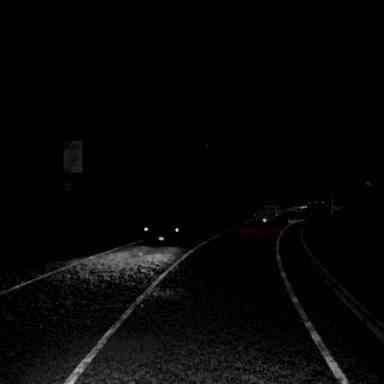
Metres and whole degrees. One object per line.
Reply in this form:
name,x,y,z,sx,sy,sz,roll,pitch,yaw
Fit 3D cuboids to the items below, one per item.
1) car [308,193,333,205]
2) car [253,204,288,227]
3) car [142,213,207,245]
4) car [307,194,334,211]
car,19.954,1.103,51.554,2.128,1.511,4.902,-4,0,37
car,5.585,1.588,23.458,1.812,1.442,4.674,-2,-1,24
car,-0.716,1.724,16.480,1.895,1.301,4.718,-1,-1,17
car,15.301,1.200,39.512,2.097,1.767,4.553,-4,0,36
